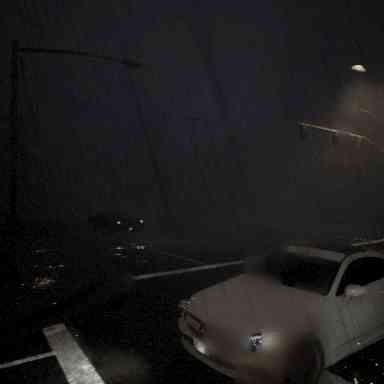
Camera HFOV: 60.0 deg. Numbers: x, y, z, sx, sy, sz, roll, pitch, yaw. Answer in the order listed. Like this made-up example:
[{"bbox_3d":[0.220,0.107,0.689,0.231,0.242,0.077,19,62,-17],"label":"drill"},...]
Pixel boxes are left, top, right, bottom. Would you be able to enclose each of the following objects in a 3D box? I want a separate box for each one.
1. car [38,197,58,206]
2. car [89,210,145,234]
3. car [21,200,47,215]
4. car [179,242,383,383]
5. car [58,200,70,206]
[{"bbox_3d":[-34.651,2.227,80.143,2.150,2.045,5.566,1,0,-36],"label":"car"},{"bbox_3d":[-4.824,1.833,20.940,1.895,1.301,4.718,1,-1,-36],"label":"car"},{"bbox_3d":[-20.834,2.168,43.130,2.033,1.411,5.357,1,-1,-35],"label":"car"},{"bbox_3d":[2.008,1.595,5.302,4.674,1.442,1.812,1,-1,-35],"label":"car"},{"bbox_3d":[-31.804,2.579,82.173,2.033,1.411,5.357,1,0,-36],"label":"car"}]
